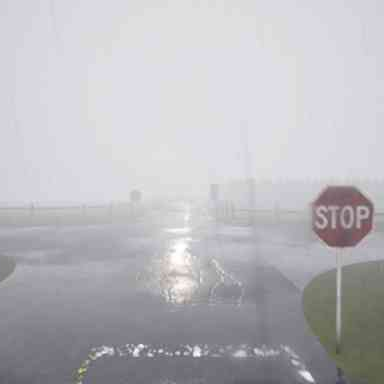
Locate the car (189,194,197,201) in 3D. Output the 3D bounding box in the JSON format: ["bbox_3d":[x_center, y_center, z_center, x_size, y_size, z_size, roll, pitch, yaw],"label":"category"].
[{"bbox_3d":[0.259,1.225,73.556,1.837,1.490,4.892,0,0,0],"label":"car"}]

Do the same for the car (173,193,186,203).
[{"bbox_3d":[-2.512,1.127,67.703,2.150,2.045,5.566,0,0,0],"label":"car"}]

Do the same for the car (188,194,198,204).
[{"bbox_3d":[0.223,1.515,63.583,1.895,1.301,4.718,0,0,0],"label":"car"}]
